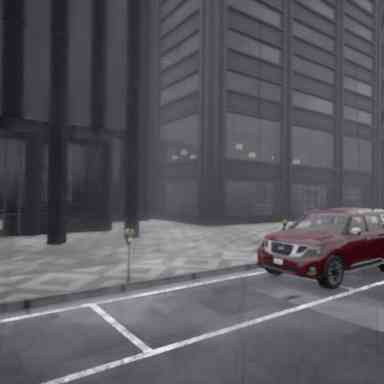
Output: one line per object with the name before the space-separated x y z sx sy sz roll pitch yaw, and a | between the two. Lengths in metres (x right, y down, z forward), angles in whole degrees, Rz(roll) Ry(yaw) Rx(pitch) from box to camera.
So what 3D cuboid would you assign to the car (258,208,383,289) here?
car | 4.168 1.409 9.609 5.009 1.841 2.192 1 0 -35
